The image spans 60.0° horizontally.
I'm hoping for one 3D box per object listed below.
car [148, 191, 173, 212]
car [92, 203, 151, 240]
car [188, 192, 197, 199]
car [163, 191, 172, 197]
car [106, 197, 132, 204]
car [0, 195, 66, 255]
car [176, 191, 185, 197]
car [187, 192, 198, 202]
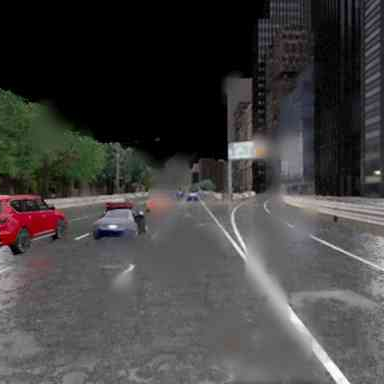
[{"bbox_3d":[-3.380,1.120,34.420,2.097,1.767,4.553,0,0,0],"label":"car"},{"bbox_3d":[-3.392,1.454,16.253,1.994,1.385,4.181,0,0,0],"label":"car"},{"bbox_3d":[0.046,0.848,83.607,2.128,1.511,4.902,0,1,0],"label":"car"},{"bbox_3d":[-6.947,0.555,95.234,2.097,1.767,4.553,0,1,0],"label":"car"},{"bbox_3d":[-6.884,1.262,31.970,1.882,1.535,5.008,0,0,0],"label":"car"},{"bbox_3d":[-6.898,1.132,13.073,2.150,2.045,5.566,0,0,0],"label":"car"},{"bbox_3d":[-3.447,0.681,94.847,1.882,1.535,5.008,0,1,0],"label":"car"},{"bbox_3d":[0.146,1.007,63.064,1.882,1.535,5.008,0,1,0],"label":"car"}]
